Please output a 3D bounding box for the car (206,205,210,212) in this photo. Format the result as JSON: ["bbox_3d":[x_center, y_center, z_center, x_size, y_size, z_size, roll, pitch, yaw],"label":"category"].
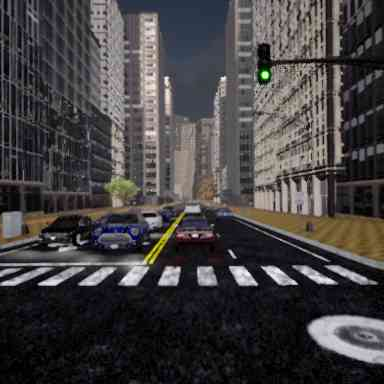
[{"bbox_3d":[3.448,3.064,60.620,1.895,1.301,4.718,-1,-1,0],"label":"car"}]

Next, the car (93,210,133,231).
[{"bbox_3d":[-6.512,2.289,28.008,2.033,1.411,5.357,-1,-1,0],"label":"car"}]

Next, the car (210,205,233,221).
[{"bbox_3d":[3.416,2.416,36.726,2.033,1.411,5.357,-1,-1,0],"label":"car"}]

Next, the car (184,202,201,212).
[{"bbox_3d":[0.086,2.414,48.447,2.150,2.045,5.566,-1,-1,0],"label":"car"}]

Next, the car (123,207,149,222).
[{"bbox_3d":[-6.431,2.556,38.675,2.033,1.411,5.357,-1,-1,0],"label":"car"}]

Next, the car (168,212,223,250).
[{"bbox_3d":[0.129,1.933,16.362,2.033,1.411,5.357,-1,-1,0],"label":"car"}]

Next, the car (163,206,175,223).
[{"bbox_3d":[-3.187,2.492,35.180,1.895,1.301,4.718,-1,-1,0],"label":"car"}]

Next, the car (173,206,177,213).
[{"bbox_3d":[-3.168,2.648,45.259,1.837,1.490,4.892,-1,-1,0],"label":"car"}]

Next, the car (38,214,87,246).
[{"bbox_3d":[-6.566,1.998,18.132,1.837,1.490,4.892,-1,-1,0],"label":"car"}]

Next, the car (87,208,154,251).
[{"bbox_3d":[-3.298,1.768,16.297,2.097,1.767,4.553,-1,-1,-1],"label":"car"}]

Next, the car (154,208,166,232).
[{"bbox_3d":[-3.282,2.167,25.209,1.812,1.442,4.674,-1,-1,1],"label":"car"}]
